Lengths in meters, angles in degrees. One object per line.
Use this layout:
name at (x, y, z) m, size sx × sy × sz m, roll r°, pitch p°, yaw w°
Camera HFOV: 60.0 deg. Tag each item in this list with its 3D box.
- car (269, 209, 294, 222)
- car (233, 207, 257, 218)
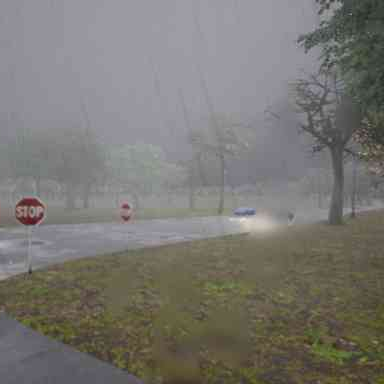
car at (11.395, 2.916, 42.105) m, size 1.882 × 1.535 × 5.008 m, roll 1°, pitch -1°, yaw 36°
car at (7.863, 2.925, 49.176) m, size 1.882 × 1.535 × 5.008 m, roll 1°, pitch -1°, yaw 36°
